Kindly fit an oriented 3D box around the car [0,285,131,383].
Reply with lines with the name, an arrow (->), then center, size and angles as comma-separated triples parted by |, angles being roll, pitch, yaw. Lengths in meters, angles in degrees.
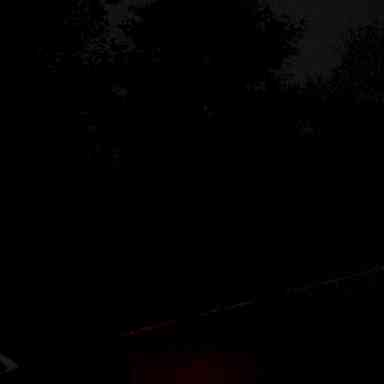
car -> -2.795, 1.507, 1.995 | 4.892, 1.490, 1.837 | 0, 0, -35
